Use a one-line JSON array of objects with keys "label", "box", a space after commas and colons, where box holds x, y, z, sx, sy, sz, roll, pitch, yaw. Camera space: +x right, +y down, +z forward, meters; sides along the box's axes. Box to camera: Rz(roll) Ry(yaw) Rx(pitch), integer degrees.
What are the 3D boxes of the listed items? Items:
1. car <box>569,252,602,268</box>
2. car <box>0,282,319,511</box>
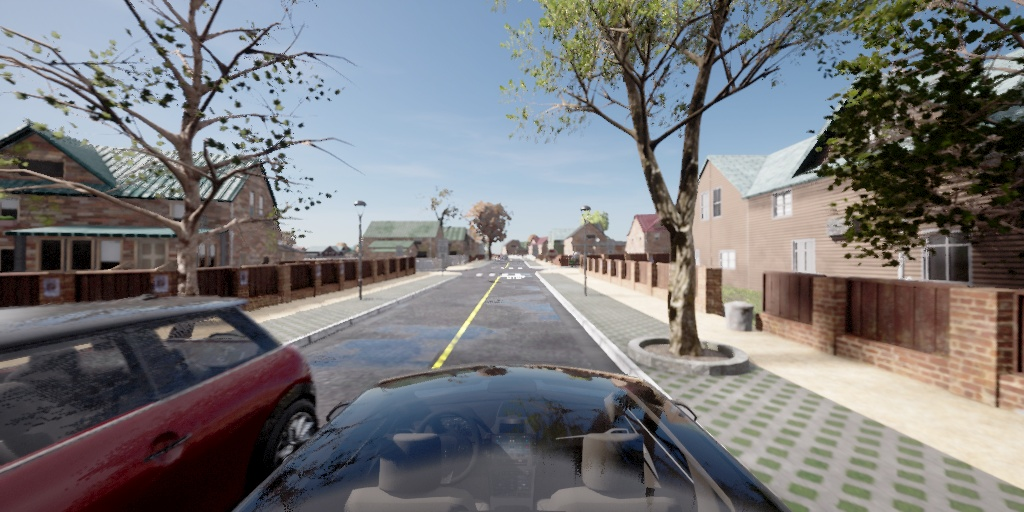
[{"label": "car", "box": [8.719, 0.387, 39.996, 4.553, 1.767, 2.097, -1, -1, -6]}, {"label": "car", "box": [-2.857, 1.104, 1.414, 2.097, 1.767, 4.553, 0, 0, 1]}]
